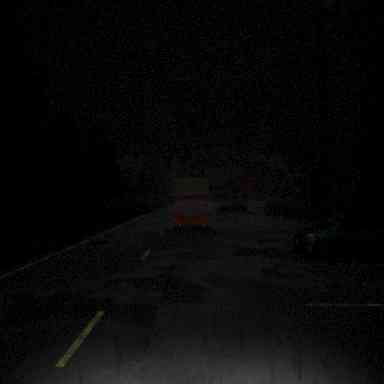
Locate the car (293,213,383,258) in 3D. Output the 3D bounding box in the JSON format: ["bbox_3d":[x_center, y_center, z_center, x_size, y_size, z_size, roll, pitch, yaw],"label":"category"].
[{"bbox_3d":[6.042,1.629,12.897,3.988,1.617,1.851,0,-1,-1],"label":"car"}]

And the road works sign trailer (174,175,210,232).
[{"bbox_3d":[-0.001,0.709,21.790,2.380,3.560,2.880,0,-1,0],"label":"road works sign trailer"}]

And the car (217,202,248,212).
[{"bbox_3d":[5.554,2.063,45.903,4.181,1.381,1.994,0,-1,-1],"label":"car"}]
